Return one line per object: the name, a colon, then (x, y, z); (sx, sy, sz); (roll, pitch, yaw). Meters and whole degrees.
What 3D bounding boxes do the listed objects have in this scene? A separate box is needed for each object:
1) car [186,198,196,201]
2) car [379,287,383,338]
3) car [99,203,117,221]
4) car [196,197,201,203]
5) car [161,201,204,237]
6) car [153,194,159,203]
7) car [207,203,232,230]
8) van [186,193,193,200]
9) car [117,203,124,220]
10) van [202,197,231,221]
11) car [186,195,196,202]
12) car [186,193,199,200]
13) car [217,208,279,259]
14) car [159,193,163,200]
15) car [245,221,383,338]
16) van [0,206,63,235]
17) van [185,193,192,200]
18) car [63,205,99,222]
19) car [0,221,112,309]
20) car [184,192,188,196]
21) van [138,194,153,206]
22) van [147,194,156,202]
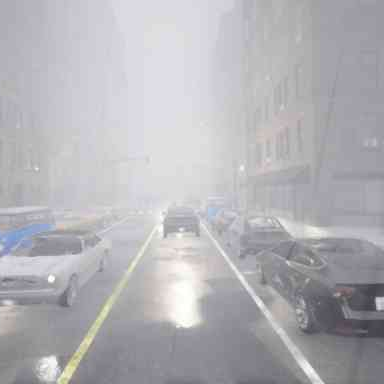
car: (-1.046, 1.498, 29.104); (2.033, 1.411, 5.357); (-1, 0, -2)
car: (2.742, 1.510, 0.804); (1.947, 1.339, 4.313); (-1, 0, -2)
car: (-6.707, 1.605, 22.924); (1.752, 1.417, 4.829); (-1, 0, -2)
car: (1.559, 1.425, 29.297); (1.752, 1.417, 4.829); (-1, 0, -2)
car: (-0.564, 1.480, 17.858); (1.837, 1.490, 4.892); (-1, 0, -2)
car: (-8.544, 1.295, 67.090); (2.192, 1.841, 5.009); (-1, 0, -2)
car: (2.038, 1.505, 17.797); (1.802, 1.307, 4.206); (-1, 0, -2)
van: (-0.722, 1.098, 84.200); (1.690, 1.788, 3.998); (-1, 0, -2)
car: (-6.949, 1.618, 28.756); (2.008, 1.369, 4.403); (-1, 0, -2)
van: (1.798, 1.253, 23.462); (1.690, 1.788, 3.998); (-1, 0, -2)
car: (-0.254, 1.362, 73.039); (1.947, 1.339, 4.313); (-1, 0, -2)
car: (0.438, 1.281, 56.298); (1.967, 1.590, 4.097); (-1, 0, -2)
car: (2.272, 1.483, 12.132); (2.008, 1.369, 4.403); (-1, 0, -2)
car: (-9.465, 1.448, 89.417); (1.887, 1.381, 4.507); (-1, 0, -2)
car: (2.507, 1.504, 6.468); (1.947, 1.339, 4.313); (-1, 0, -2)
van: (-6.249, 1.441, 11.765); (1.690, 1.788, 3.998); (-1, 0, -2)
van: (-0.953, 1.077, 89.779); (1.690, 1.788, 3.998); (-1, 0, -2)
car: (-6.472, 1.616, 17.259); (1.752, 1.417, 4.829); (-1, 0, -2)
car: (-3.330, 1.650, 8.075); (1.895, 1.301, 4.718); (-1, 0, -2)
car: (-0.028, 1.127, 67.459); (2.192, 1.841, 5.009); (-1, 0, -2)
van: (-8.080, 1.349, 55.928); (1.690, 1.788, 3.998); (-1, 0, -2)
van: (-8.775, 1.305, 72.671); (1.690, 1.788, 3.998); (-1, 0, -2)
